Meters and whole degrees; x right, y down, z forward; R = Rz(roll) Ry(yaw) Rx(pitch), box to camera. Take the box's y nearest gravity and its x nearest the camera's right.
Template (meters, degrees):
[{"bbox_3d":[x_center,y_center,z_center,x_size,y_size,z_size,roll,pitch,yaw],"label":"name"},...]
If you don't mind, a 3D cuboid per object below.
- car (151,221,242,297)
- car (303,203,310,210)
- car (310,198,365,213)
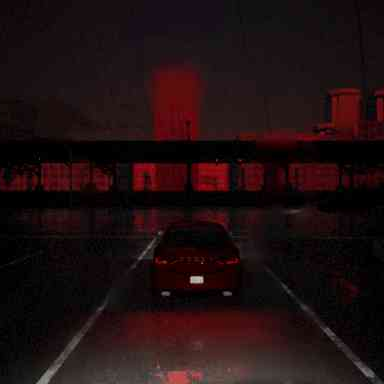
[{"bbox_3d":[0.095,1.477,8.636,1.882,1.535,5.008,0,0,0],"label":"car"},{"bbox_3d":[15.330,1.462,38.625,4.674,1.442,1.812,0,0,2],"label":"car"},{"bbox_3d":[15.561,1.423,35.017,4.902,1.511,2.128,0,0,0],"label":"car"}]
